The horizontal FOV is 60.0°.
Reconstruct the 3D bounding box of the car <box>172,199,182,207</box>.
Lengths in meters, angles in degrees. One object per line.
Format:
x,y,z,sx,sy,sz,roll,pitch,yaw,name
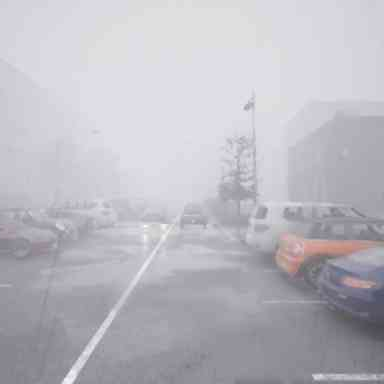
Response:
-3.017,2.263,69.622,1.882,1.535,5.008,0,-1,0,car

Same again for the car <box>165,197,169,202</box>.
-7.639,2.052,71.364,5.566,2.045,2.435,0,-1,0,car

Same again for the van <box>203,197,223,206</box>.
4.778,2.172,77.196,4.442,1.987,1.878,0,-1,0,van

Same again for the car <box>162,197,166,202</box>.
-7.850,2.172,60.188,5.366,1.575,1.946,0,-1,0,car

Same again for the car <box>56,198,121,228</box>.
-7.683,1.473,21.081,5.566,2.045,2.435,0,-1,0,car

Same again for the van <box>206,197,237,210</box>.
4.784,1.856,52.092,4.442,1.987,1.878,0,-1,0,van

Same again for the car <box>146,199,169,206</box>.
-7.667,2.338,74.096,5.008,1.535,2.097,0,-1,0,car

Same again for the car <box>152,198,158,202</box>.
-7.655,2.015,46.220,4.892,1.521,2.231,0,-1,0,car

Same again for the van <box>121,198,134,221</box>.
-7.774,1.595,29.462,4.442,1.987,1.878,0,-1,0,van

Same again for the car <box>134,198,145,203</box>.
-7.689,1.759,35.047,4.553,1.767,2.185,0,-1,0,car

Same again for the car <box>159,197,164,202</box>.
-7.849,2.107,54.600,5.366,1.575,1.946,0,-1,0,car

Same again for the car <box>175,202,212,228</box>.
0.094,1.774,24.457,2.128,1.511,4.902,0,-1,0,car

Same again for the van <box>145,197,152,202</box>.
-7.543,1.724,40.636,4.442,1.987,1.878,0,-1,0,van

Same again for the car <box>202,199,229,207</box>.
4.849,2.270,68.710,5.366,1.575,1.946,0,-1,0,car

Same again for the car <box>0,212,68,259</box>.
-7.623,1.657,12.697,4.792,1.488,2.163,0,-1,0,car

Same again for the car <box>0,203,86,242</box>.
-7.686,1.534,15.494,4.553,1.767,2.185,0,-1,0,car

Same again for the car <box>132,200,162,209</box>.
-7.692,2.172,57.393,4.792,1.488,2.163,0,-1,0,car

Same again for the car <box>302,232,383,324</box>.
4.675,1.590,5.900,4.674,1.452,2.002,0,-1,0,car

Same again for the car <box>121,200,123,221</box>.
-7.625,1.631,23.874,4.553,1.767,2.185,0,-1,0,car

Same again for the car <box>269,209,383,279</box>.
4.646,1.458,8.840,4.553,1.767,2.185,0,-1,0,car

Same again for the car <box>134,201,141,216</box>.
-7.656,1.893,32.253,4.674,1.452,2.002,0,-1,0,car

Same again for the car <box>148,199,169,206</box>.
-7.698,2.421,76.927,4.792,1.488,2.163,0,-1,0,car

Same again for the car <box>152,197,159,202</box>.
-7.630,1.920,49.013,4.553,1.767,2.185,0,-1,0,car

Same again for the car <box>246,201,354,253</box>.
4.705,1.364,11.654,5.566,2.045,2.435,0,-1,0,car

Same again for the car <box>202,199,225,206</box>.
4.667,2.343,74.417,5.008,1.535,2.097,0,-1,0,car

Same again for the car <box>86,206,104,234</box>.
-7.684,1.722,18.286,4.792,1.488,2.163,0,-1,0,car

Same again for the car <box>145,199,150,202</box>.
-7.654,1.916,37.715,5.008,1.535,2.097,0,-1,0,car

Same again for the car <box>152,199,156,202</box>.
-7.667,1.983,43.426,4.892,1.521,2.231,0,-1,0,car

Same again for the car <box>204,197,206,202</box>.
4.695,1.862,54.883,5.566,2.045,2.435,0,-1,0,car

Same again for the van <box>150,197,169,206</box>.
-7.786,2.241,79.718,4.442,1.987,1.878,0,-1,0,van

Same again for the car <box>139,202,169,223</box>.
-3.105,1.857,28.651,1.812,1.442,4.674,0,-1,0,car
